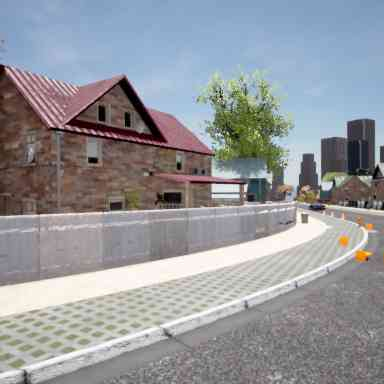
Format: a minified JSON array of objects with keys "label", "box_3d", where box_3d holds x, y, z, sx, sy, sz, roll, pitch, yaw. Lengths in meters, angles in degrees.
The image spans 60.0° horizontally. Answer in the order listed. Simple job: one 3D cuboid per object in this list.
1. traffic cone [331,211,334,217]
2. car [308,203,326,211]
[{"label":"traffic cone","box_3d":[15.613,2.432,36.988,0.340,0.580,0.340,0,-1,12]},{"label":"car","box_3d":[20.860,2.448,55.568,1.895,1.301,4.718,0,-1,7]}]
